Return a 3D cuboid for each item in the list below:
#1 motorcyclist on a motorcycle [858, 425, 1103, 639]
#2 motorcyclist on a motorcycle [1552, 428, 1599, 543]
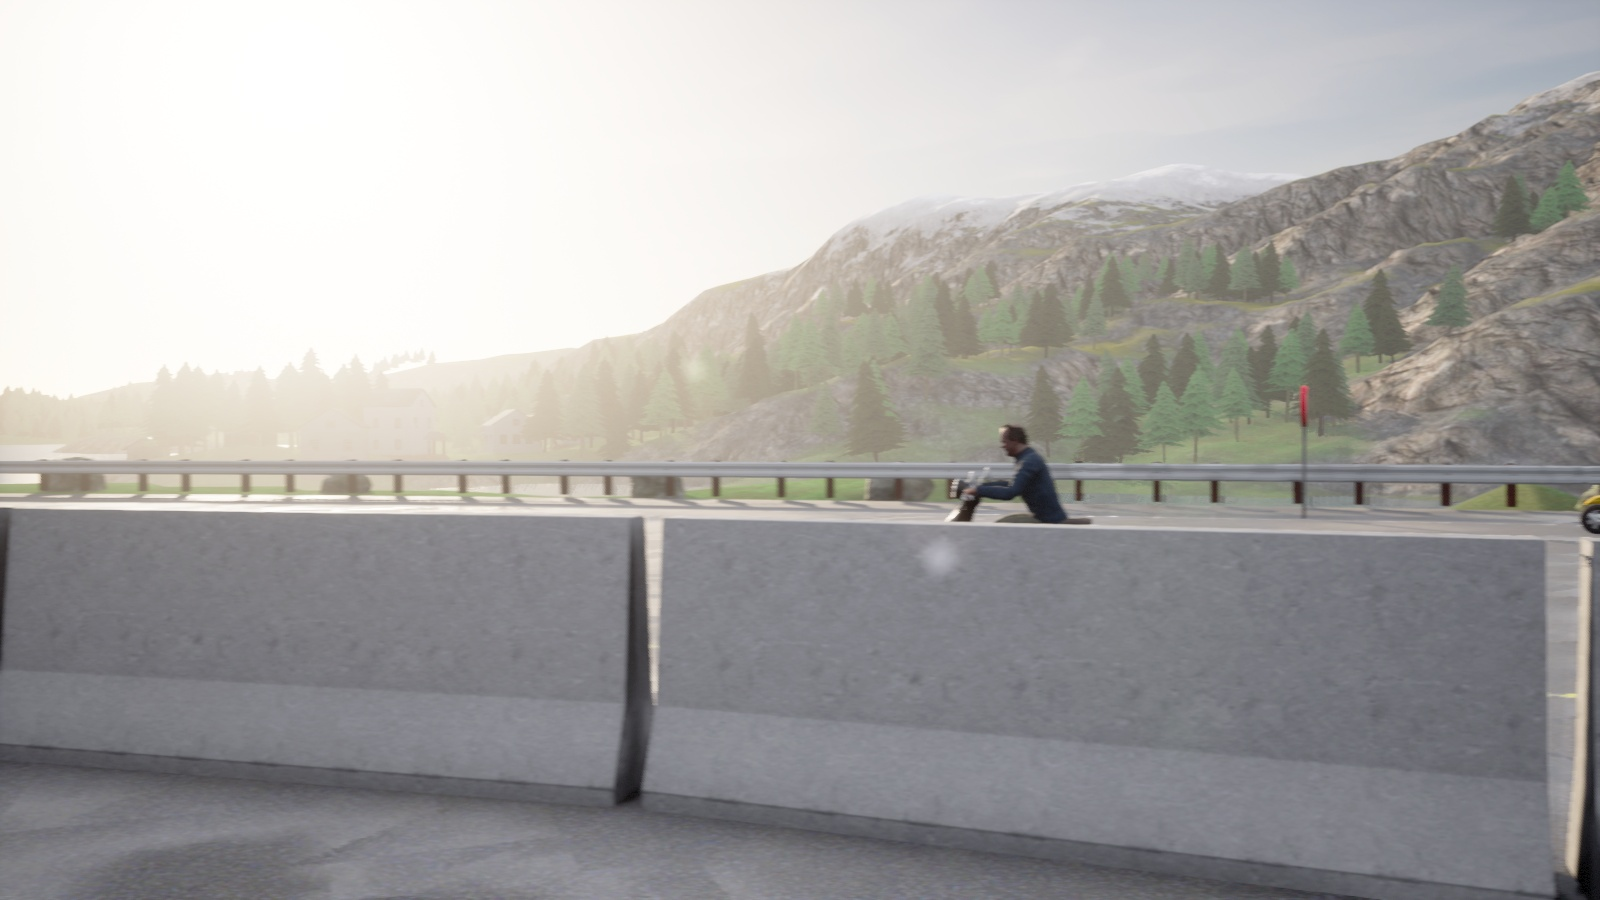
[{"bbox_3d":[1.452,0.599,10.035,1.817,1.590,0.866,0,2,18],"label":"motorcyclist on a motorcycle"},{"bbox_3d":[11.697,0.490,17.612,1.817,1.590,0.866,1,2,20],"label":"motorcyclist on a motorcycle"}]
